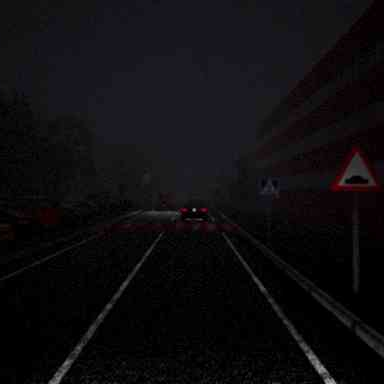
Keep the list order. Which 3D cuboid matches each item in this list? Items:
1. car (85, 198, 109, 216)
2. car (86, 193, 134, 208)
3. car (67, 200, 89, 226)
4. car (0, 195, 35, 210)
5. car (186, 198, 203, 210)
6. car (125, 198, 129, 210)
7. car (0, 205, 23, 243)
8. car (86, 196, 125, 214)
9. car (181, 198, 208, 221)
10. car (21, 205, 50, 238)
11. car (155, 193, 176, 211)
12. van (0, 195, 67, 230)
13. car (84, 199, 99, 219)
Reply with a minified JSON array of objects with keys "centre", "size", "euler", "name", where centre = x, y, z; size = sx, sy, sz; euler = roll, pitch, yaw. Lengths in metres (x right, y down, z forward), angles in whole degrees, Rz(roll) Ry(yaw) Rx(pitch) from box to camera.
[{"centre":[-9.404,1.429,26.468],"size":[4.674,1.452,2.002],"euler":[0,0,0],"name":"car"},{"centre":[-9.408,1.096,37.770],"size":[5.566,2.045,2.435],"euler":[0,0,0],"name":"car"},{"centre":[-9.362,1.435,20.816],"size":[4.792,1.488,2.163],"euler":[0,0,0],"name":"car"},{"centre":[-21.954,1.201,40.480],"size":[4.553,1.767,2.185],"euler":[0,0,0],"name":"car"},{"centre":[0.290,1.474,42.869],"size":[2.033,1.411,5.357],"euler":[0,0,1],"name":"car"},{"centre":[-9.427,1.399,34.946],"size":[4.674,1.452,2.002],"euler":[0,0,0],"name":"car"},{"centre":[-9.554,1.427,12.339],"size":[5.366,1.575,1.946],"euler":[0,0,0],"name":"car"},{"centre":[-9.416,1.370,32.119],"size":[5.008,1.535,2.097],"euler":[0,0,0],"name":"car"},{"centre":[0.164,1.405,24.391],"size":[2.033,1.411,5.357],"euler":[0,-4,0],"name":"car"},{"centre":[-9.373,1.462,15.165],"size":[4.674,1.452,2.002],"euler":[0,0,0],"name":"car"},{"centre":[-3.175,1.154,40.244],"size":[2.150,2.045,5.566],"euler":[0,0,1],"name":"car"},{"centre":[-9.500,1.188,17.990],"size":[4.442,1.987,1.878],"euler":[0,0,0],"name":"van"},{"centre":[-9.401,1.437,23.642],"size":[4.674,1.452,2.002],"euler":[0,0,0],"name":"car"}]
